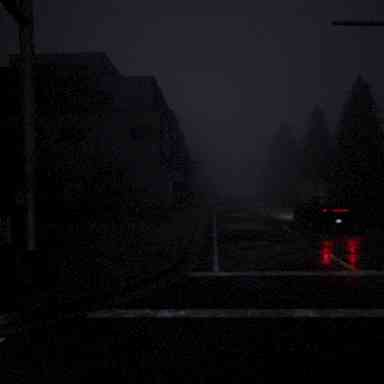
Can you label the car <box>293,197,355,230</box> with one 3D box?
[{"bbox_3d":[6.478,0.976,16.765,2.128,1.511,4.902,-1,1,4],"label":"car"}]
